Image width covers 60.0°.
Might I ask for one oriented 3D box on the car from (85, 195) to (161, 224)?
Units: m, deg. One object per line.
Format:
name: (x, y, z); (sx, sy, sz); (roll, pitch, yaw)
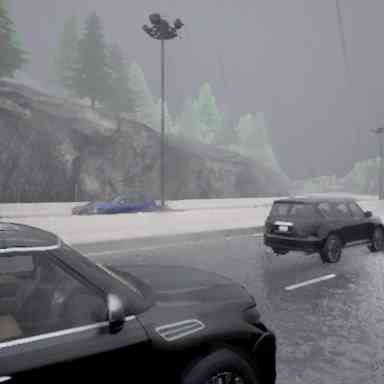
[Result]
car: (-5.370, 1.268, 26.533); (5.566, 2.045, 2.150); (0, 0, -40)

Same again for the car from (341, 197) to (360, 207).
car: (26.010, 1.561, 54.468); (1.837, 1.490, 4.892); (0, 0, 37)

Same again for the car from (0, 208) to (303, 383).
car: (-1.809, 1.228, 2.535); (5.566, 2.045, 2.150); (0, 0, -36)

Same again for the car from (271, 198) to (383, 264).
car: (4.952, 1.236, 12.136); (5.566, 2.045, 2.150); (0, 0, -39)

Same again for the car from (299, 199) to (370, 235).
car: (8.556, 1.374, 19.821); (4.553, 1.767, 2.097); (0, 0, -41)

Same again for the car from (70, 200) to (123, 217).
car: (-9.257, 1.587, 32.417); (4.674, 1.442, 1.812); (0, 0, -40)

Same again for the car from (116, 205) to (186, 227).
car: (-2.869, 1.642, 24.064); (4.718, 1.301, 1.895); (0, 0, -40)

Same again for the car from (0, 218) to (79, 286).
car: (-5.531, 1.546, 8.503); (4.674, 1.442, 1.812); (0, 0, -36)
